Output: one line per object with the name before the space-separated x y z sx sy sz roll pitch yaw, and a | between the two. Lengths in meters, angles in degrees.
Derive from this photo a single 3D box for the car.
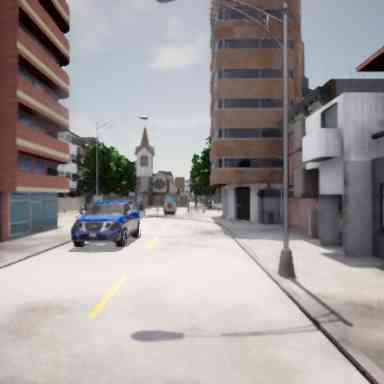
car | -3.953 1.436 16.333 2.150 2.045 5.566 0 -1 2
